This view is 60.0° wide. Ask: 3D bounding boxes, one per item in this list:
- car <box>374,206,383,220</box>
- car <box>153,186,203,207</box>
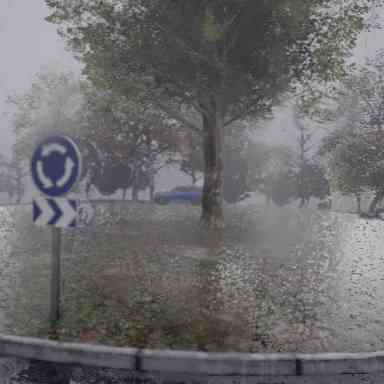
[{"bbox_3d":[15.049,1.353,22.887,2.128,1.511,4.902,1,2,-20],"label":"car"},{"bbox_3d":[-1.007,0.393,32.644,5.566,2.045,2.150,2,1,-1],"label":"car"}]
